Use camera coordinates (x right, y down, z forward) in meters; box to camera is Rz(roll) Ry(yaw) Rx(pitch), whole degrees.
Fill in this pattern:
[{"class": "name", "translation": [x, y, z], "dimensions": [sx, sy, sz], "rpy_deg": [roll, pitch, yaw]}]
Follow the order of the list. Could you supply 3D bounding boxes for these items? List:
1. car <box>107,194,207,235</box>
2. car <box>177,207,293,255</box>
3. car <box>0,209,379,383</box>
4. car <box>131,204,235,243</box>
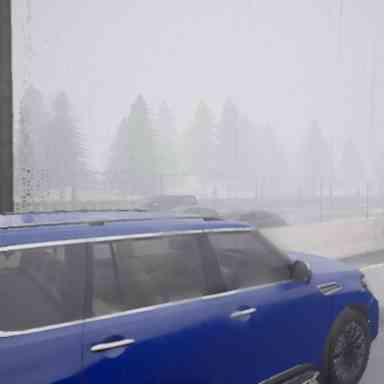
[{"class": "car", "translation": [-1.991, 1.186, 19.772], "dimensions": [5.566, 2.045, 2.150], "rpy_deg": [0, 0, -36]}, {"class": "car", "translation": [1.943, 1.470, 13.979], "dimensions": [4.892, 1.490, 1.837], "rpy_deg": [0, 0, -36]}, {"class": "car", "translation": [-0.261, 1.215, 3.564], "dimensions": [5.566, 2.045, 2.150], "rpy_deg": [0, 0, -35]}, {"class": "car", "translation": [-0.333, 1.444, 16.655], "dimensions": [5.008, 1.535, 1.882], "rpy_deg": [0, 0, -36]}]
